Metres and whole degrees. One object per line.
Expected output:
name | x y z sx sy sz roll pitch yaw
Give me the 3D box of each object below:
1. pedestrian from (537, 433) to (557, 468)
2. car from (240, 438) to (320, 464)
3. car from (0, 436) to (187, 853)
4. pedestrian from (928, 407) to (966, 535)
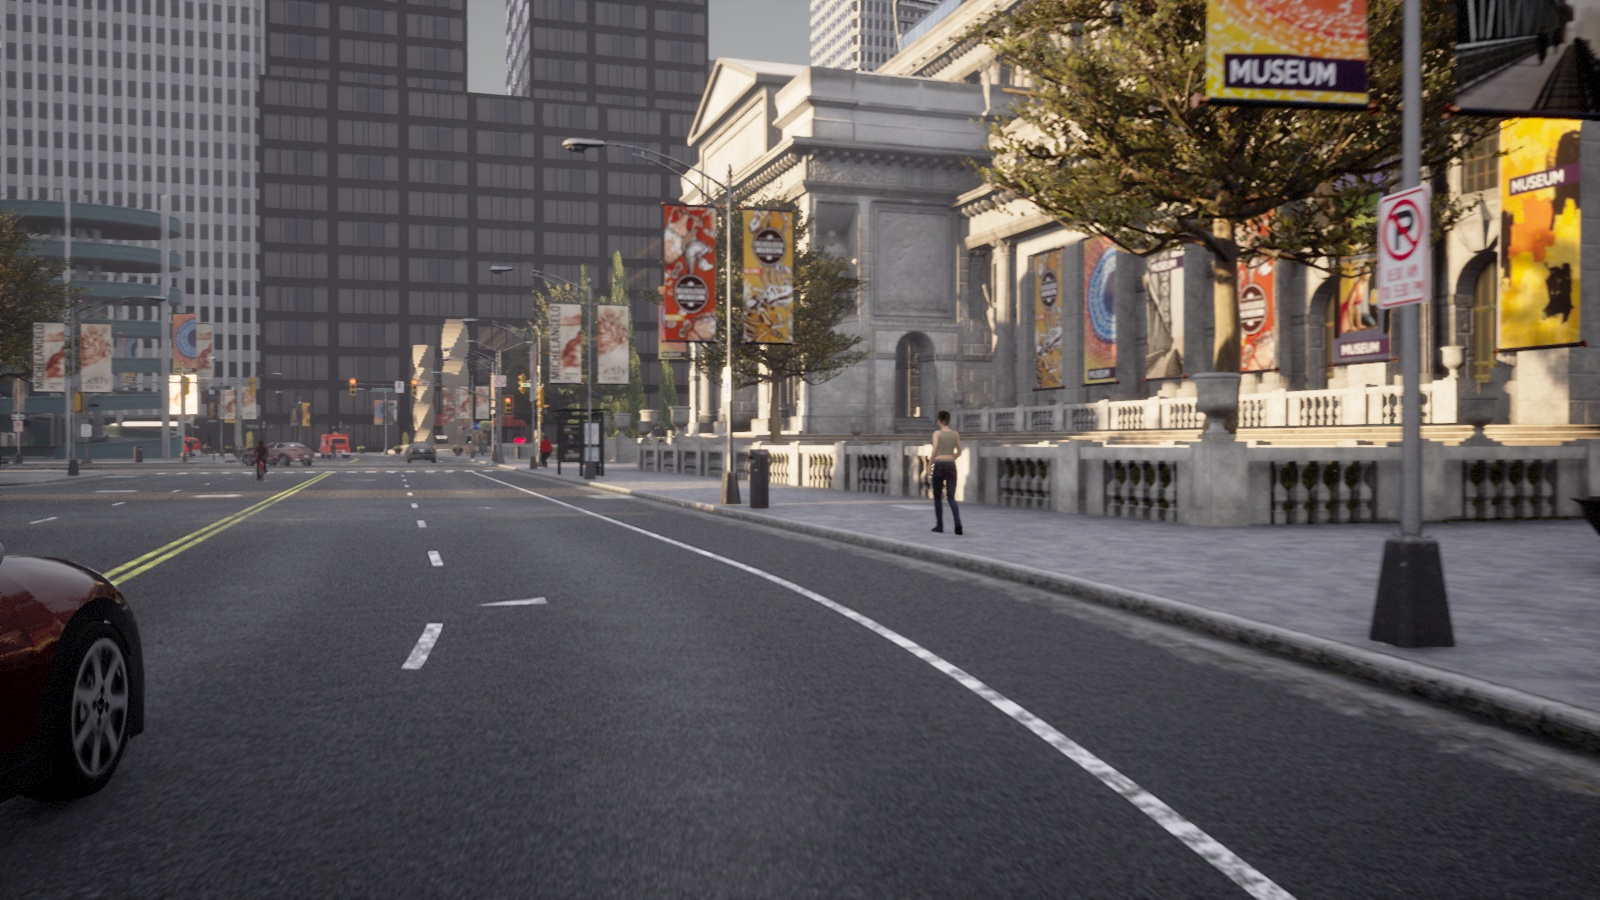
pedestrian | -13.453 0.028 66.772 0.634 1.844 0.899 0 0 -42
car | -34.650 0.056 83.678 5.027 1.651 2.152 0 0 26
car | -3.791 0.689 4.096 1.970 1.475 3.806 0 0 -5
pedestrian | 2.151 0.299 18.386 0.345 1.836 0.594 0 0 -16
